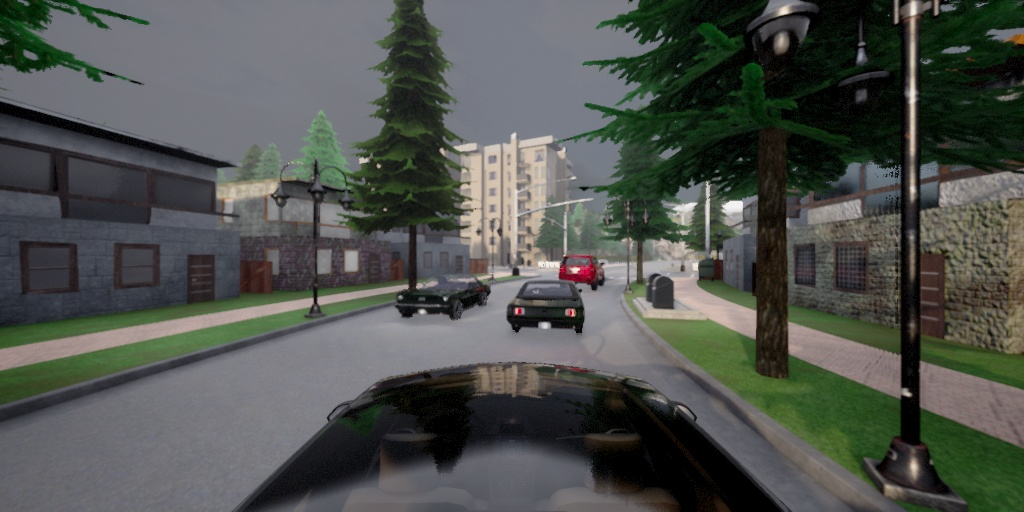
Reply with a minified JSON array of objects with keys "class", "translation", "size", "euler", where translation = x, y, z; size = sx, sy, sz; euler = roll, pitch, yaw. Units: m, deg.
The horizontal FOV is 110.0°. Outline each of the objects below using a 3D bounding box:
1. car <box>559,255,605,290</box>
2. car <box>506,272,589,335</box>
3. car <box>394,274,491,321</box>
[{"class":"car","translation":[4.412,0.955,22.379],"size":[2.150,2.045,5.566],"euler":[0,0,21]},{"class":"car","translation":[1.139,1.344,10.633],"size":[1.895,1.301,4.718],"euler":[0,0,9]},{"class":"car","translation":[-2.217,1.342,12.748],"size":[1.895,1.301,4.718],"euler":[0,0,12]}]
